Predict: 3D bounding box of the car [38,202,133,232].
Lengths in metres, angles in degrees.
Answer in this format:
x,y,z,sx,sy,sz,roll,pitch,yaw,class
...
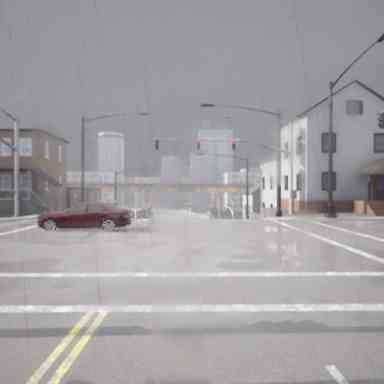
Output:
x,y,z,sx,sy,sz,roll,pitch,yaw,class
-5.809,1.327,18.269,5.008,1.535,1.882,0,1,-1,car
